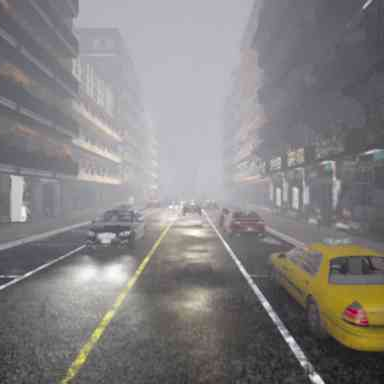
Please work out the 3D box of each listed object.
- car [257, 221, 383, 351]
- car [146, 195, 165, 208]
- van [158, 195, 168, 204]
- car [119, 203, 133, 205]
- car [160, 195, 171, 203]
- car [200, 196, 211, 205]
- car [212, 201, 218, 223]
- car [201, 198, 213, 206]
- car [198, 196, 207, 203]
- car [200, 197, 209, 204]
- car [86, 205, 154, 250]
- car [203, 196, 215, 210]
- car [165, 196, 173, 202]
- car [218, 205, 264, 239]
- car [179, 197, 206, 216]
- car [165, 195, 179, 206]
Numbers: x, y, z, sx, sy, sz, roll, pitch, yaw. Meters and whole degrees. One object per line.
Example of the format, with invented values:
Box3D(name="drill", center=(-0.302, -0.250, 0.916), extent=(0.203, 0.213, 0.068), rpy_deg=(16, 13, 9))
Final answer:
Box3D(name="car", center=(2.677, 1.535, 6.400), extent=(1.752, 1.417, 4.829), rpy_deg=(0, 0, 0))
Box3D(name="car", center=(-5.817, 1.463, 51.526), extent=(2.192, 1.841, 5.009), rpy_deg=(0, 0, 0))
Box3D(name="van", center=(-5.860, 1.546, 68.513), extent=(1.690, 1.788, 3.998), rpy_deg=(0, 0, 0))
Box3D(name="car", center=(-5.760, 1.661, 28.875), extent=(1.802, 1.307, 4.206), rpy_deg=(0, 0, 0))
Box3D(name="car", center=(-5.876, 1.546, 74.173), extent=(2.192, 1.841, 5.009), rpy_deg=(0, 0, 0))
Box3D(name="car", center=(2.534, 1.617, 62.849), extent=(1.967, 1.590, 4.097), rpy_deg=(0, 0, 0))
Box3D(name="car", center=(2.635, 1.598, 23.213), extent=(1.887, 1.381, 4.507), rpy_deg=(0, 0, 0))
Box3D(name="car", center=(2.549, 1.702, 57.188), extent=(1.887, 1.381, 4.507), rpy_deg=(0, 0, 0))
Box3D(name="car", center=(2.491, 1.691, 79.832), extent=(1.967, 1.590, 4.097), rpy_deg=(0, 0, 0))
Box3D(name="car", center=(2.520, 1.779, 68.512), extent=(1.802, 1.307, 4.206), rpy_deg=(0, 0, 0))
Box3D(name="car", center=(-3.124, 1.526, 14.515), extent=(2.128, 1.511, 4.902), rpy_deg=(0, 0, 0))
Box3D(name="car", center=(2.578, 1.674, 45.863), extent=(2.008, 1.369, 4.403), rpy_deg=(0, 0, 0))
Box3D(name="car", center=(-5.904, 1.833, 85.495), extent=(1.887, 1.381, 4.507), rpy_deg=(0, 0, 0))
Box3D(name="car", center=(2.649, 1.582, 17.552), extent=(1.887, 1.381, 4.507), rpy_deg=(0, 0, 0))
Box3D(name="car", center=(0.019, 1.581, 34.060), extent=(2.128, 1.511, 4.902), rpy_deg=(0, 0, 0))
Box3D(name="car", center=(-3.187, 1.664, 59.911), extent=(2.128, 1.511, 4.902), rpy_deg=(0, 0, 0))
